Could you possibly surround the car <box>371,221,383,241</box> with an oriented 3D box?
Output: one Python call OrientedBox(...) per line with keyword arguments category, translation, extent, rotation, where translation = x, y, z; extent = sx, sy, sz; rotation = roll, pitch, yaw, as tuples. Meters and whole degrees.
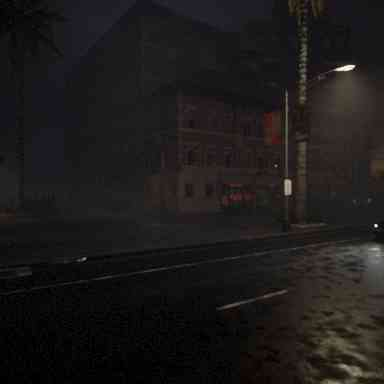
OrientedBox(category="car", translation=(10.411, 1.595, 15.563), extent=(4.718, 1.301, 1.895), rotation=(0, 0, -35))
